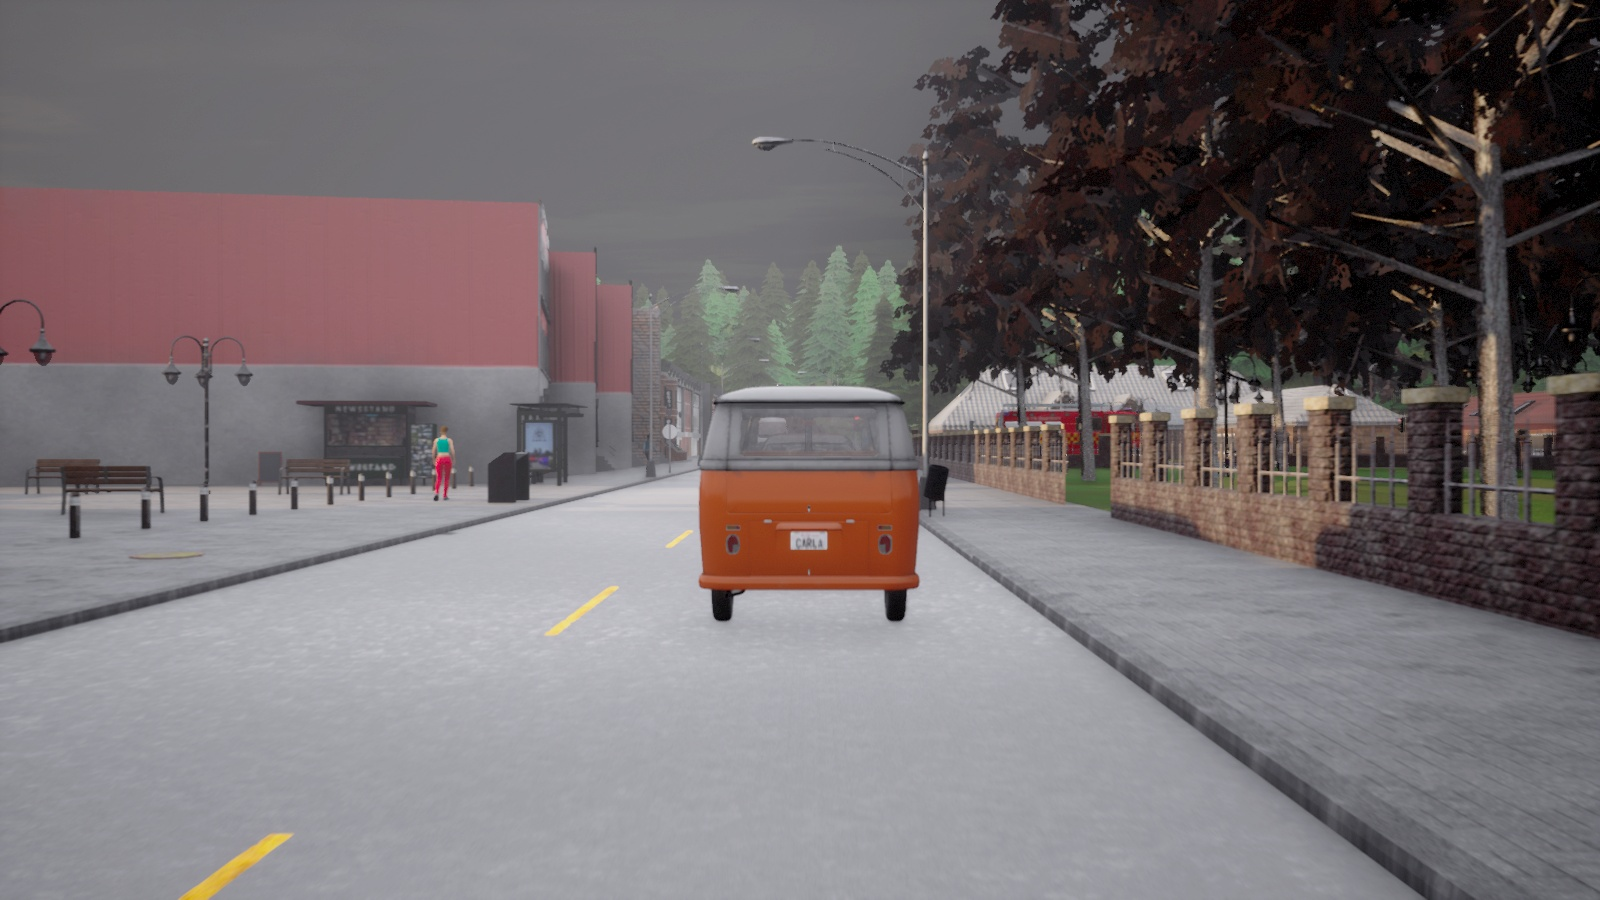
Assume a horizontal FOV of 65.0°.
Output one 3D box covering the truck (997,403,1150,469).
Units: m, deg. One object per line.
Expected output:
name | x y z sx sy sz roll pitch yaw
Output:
truck | 16.255 -0.827 74.921 8.468 3.827 2.891 0 0 -1

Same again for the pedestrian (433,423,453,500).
pedestrian | -8.617 0.279 30.284 0.345 1.836 0.594 0 0 -4

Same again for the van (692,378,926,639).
van | 0.082 0.433 11.771 1.775 1.987 4.442 0 0 0
